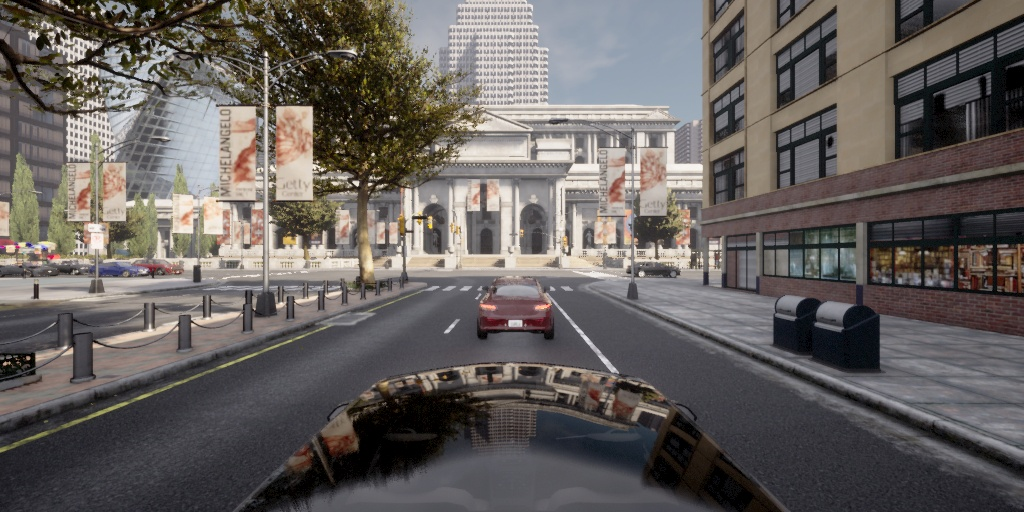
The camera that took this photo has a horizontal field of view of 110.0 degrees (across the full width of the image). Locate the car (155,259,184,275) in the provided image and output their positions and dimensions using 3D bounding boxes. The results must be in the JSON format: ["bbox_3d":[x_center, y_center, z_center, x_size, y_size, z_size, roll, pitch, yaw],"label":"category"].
[{"bbox_3d":[-37.312,1.102,37.647,4.553,1.767,2.097,0,0,0],"label":"car"}]

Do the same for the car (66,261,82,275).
[{"bbox_3d":[-46.267,1.241,37.684,4.902,1.511,2.128,0,0,0],"label":"car"}]

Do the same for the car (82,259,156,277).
[{"bbox_3d":[-37.344,1.276,34.152,4.674,1.442,1.812,0,0,0],"label":"car"}]

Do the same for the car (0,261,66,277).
[{"bbox_3d":[-46.104,1.314,34.177,4.181,1.385,1.994,0,0,-1],"label":"car"}]

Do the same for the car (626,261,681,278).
[{"bbox_3d":[13.251,1.255,33.615,4.892,1.490,1.837,0,0,1],"label":"car"}]

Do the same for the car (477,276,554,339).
[{"bbox_3d":[0.111,1.276,9.959,1.812,1.442,4.674,0,0,1],"label":"car"}]
